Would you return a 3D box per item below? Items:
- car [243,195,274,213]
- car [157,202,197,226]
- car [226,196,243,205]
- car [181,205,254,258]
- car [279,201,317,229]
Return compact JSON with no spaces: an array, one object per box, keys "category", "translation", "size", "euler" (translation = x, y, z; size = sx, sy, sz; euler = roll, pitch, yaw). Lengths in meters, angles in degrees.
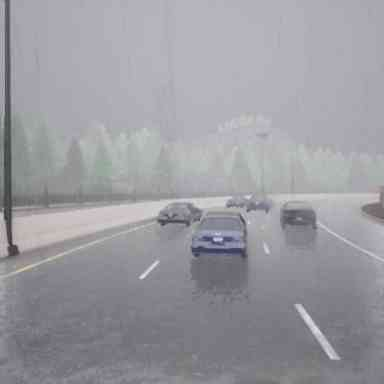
[{"category":"car","translation":[6.819,1.053,32.816],"size":[2.097,1.767,4.553],"euler":[0,1,21]},{"category":"car","translation":[-0.610,1.349,21.215],"size":[2.033,1.411,5.357],"euler":[0,1,14]},{"category":"car","translation":[5.548,1.191,38.860],"size":[2.033,1.411,5.357],"euler":[0,1,25]},{"category":"car","translation":[1.164,1.433,12.330],"size":[2.033,1.411,5.357],"euler":[0,1,9]},{"category":"car","translation":[6.397,1.294,20.307],"size":[1.882,1.535,5.008],"euler":[0,1,14]}]
